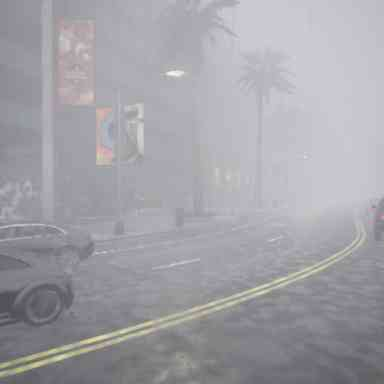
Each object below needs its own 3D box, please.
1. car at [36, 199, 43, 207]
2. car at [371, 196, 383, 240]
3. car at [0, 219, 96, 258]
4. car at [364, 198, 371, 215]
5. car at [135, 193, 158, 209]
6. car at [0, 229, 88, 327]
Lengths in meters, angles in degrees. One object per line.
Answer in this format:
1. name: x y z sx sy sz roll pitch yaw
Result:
1. car: -23.858 1.708 53.387 1.895 1.301 4.718 0 0 25
2. car: 10.246 1.222 16.471 2.150 2.045 5.566 0 0 29
3. car: -5.143 1.540 9.129 4.902 1.511 2.128 0 0 -39
4. car: 18.741 1.361 33.751 2.097 1.767 4.553 0 0 26
5. car: -6.809 1.181 46.166 2.435 2.045 5.566 0 0 25
6. car: -4.191 1.599 5.535 4.181 1.385 1.994 0 0 -36
